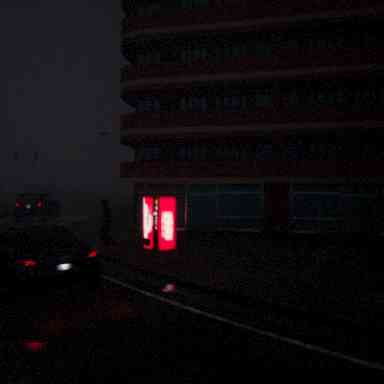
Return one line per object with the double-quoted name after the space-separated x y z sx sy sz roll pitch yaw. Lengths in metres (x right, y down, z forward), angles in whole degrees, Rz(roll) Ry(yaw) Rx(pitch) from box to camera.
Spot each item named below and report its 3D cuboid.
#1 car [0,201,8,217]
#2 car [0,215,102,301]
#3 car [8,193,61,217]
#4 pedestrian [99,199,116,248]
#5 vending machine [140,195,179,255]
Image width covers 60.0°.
-15.686 1.403 27.344 1.994 1.385 4.181 0 0 -5 "car"
-3.959 1.518 8.423 1.994 1.385 4.181 0 0 -41 "car"
-11.665 1.085 25.438 2.150 2.045 5.566 0 0 -9 "car"
-3.102 1.089 12.062 0.375 1.860 0.375 0 0 -36 "pedestrian"
-1.208 1.151 12.312 1.100 2.100 0.880 0 0 -37 "vending machine"
